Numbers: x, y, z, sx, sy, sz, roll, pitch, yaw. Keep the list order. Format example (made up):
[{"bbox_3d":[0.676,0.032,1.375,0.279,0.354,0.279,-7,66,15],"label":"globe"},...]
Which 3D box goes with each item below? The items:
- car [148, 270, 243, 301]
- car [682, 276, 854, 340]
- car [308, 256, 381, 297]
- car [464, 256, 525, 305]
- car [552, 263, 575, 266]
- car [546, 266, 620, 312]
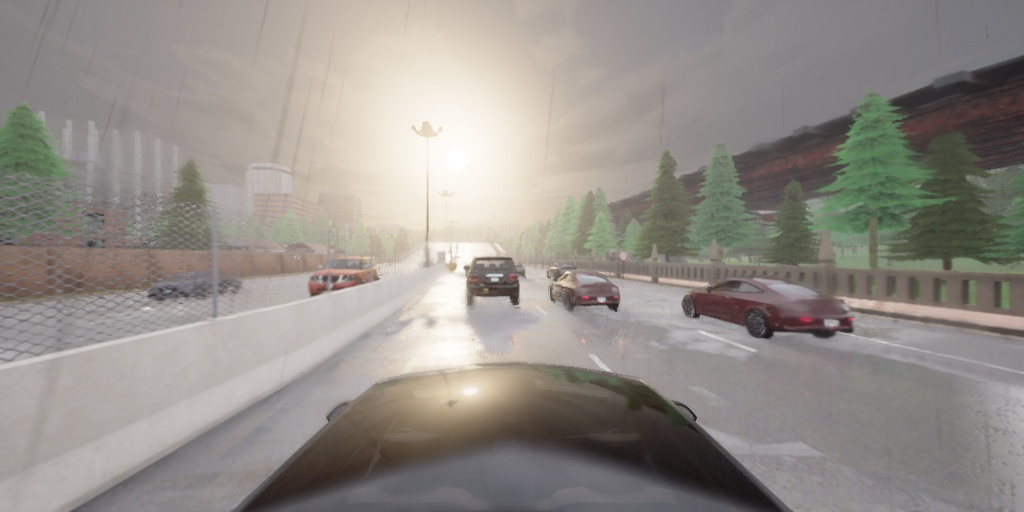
[{"bbox_3d":[-15.491,1.394,17.827,1.994,1.385,4.181,0,0,-8],"label":"car"},{"bbox_3d":[6.652,1.278,9.939,1.812,1.442,4.674,0,0,-4],"label":"car"},{"bbox_3d":[-8.565,1.037,18.822,2.150,2.045,5.566,0,0,-8],"label":"car"},{"bbox_3d":[-0.997,1.008,16.374,2.150,2.045,5.566,0,0,-7],"label":"car"},{"bbox_3d":[4.212,1.298,30.097,2.128,1.511,4.902,0,0,-8],"label":"car"},{"bbox_3d":[2.737,1.299,14.250,1.812,1.442,4.674,0,0,-6],"label":"car"}]
